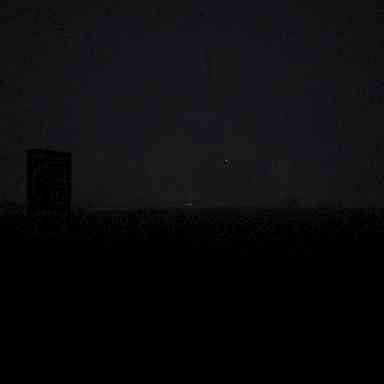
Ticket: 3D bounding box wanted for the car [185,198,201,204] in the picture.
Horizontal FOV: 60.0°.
[{"bbox_3d":[0.338,2.201,80.536,1.882,1.535,5.008,1,0,36],"label":"car"}]
